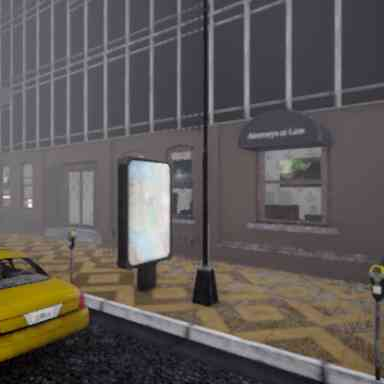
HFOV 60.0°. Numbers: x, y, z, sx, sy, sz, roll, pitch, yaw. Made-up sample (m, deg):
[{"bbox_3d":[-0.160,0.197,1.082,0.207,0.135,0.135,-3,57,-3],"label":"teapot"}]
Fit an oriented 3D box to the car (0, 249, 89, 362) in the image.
[{"bbox_3d":[-3.761,1.518,5.560,4.829,1.417,1.752,0,0,36],"label":"car"}]
